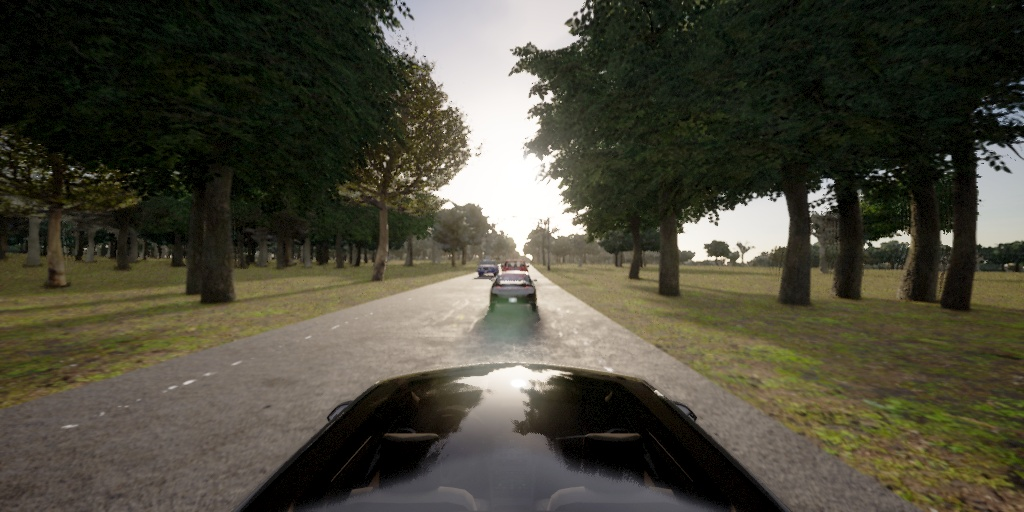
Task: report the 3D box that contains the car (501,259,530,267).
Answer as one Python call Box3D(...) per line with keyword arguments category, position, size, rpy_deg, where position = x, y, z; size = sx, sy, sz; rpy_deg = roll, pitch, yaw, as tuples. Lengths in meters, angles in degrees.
Box3D(category="car", position=(0.276, 1.299, 29.394), size=(2.150, 2.045, 5.566), rpy_deg=(0, 0, 2))

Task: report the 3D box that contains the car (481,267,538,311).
Box3D(category="car", position=(0.077, 1.399, 15.321), size=(2.128, 1.511, 4.902), rpy_deg=(0, -1, 1))

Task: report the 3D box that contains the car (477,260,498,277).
Box3D(category="car", position=(-2.927, 1.482, 44.259), size=(2.150, 2.045, 5.566), rpy_deg=(0, -1, 2))
